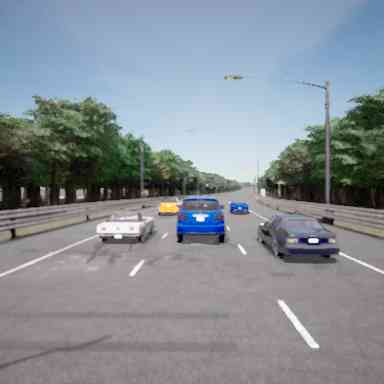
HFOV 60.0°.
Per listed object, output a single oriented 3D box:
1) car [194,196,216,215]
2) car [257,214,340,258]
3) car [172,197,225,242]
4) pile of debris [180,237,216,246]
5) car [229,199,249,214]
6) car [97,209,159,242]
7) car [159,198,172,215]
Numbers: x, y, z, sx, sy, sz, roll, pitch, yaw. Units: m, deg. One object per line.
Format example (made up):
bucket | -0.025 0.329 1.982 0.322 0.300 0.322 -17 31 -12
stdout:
car | 1.447 1.375 34.371 2.097 1.767 4.553 0 0 4
car | 3.826 1.557 12.805 2.033 1.411 5.357 0 0 2
car | 0.453 1.230 16.510 2.150 2.045 5.566 0 0 2
pile of debris | 0.266 2.183 14.812 1.500 0.140 1.860 0 0 2
car | 5.116 1.507 36.549 1.882 1.535 5.008 0 0 4
car | -3.054 1.606 16.377 1.895 1.301 4.718 0 0 2
car | -2.087 1.370 34.033 2.097 1.767 4.553 0 0 4
